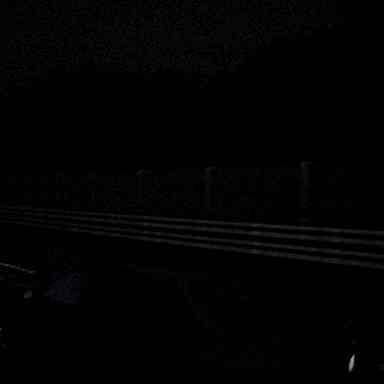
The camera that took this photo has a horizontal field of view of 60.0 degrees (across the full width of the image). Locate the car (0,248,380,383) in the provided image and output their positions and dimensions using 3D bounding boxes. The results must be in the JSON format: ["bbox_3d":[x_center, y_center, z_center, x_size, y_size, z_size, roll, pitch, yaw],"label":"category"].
[{"bbox_3d":[-0.672,1.495,4.316,5.357,1.411,2.033,0,0,36],"label":"car"}]
